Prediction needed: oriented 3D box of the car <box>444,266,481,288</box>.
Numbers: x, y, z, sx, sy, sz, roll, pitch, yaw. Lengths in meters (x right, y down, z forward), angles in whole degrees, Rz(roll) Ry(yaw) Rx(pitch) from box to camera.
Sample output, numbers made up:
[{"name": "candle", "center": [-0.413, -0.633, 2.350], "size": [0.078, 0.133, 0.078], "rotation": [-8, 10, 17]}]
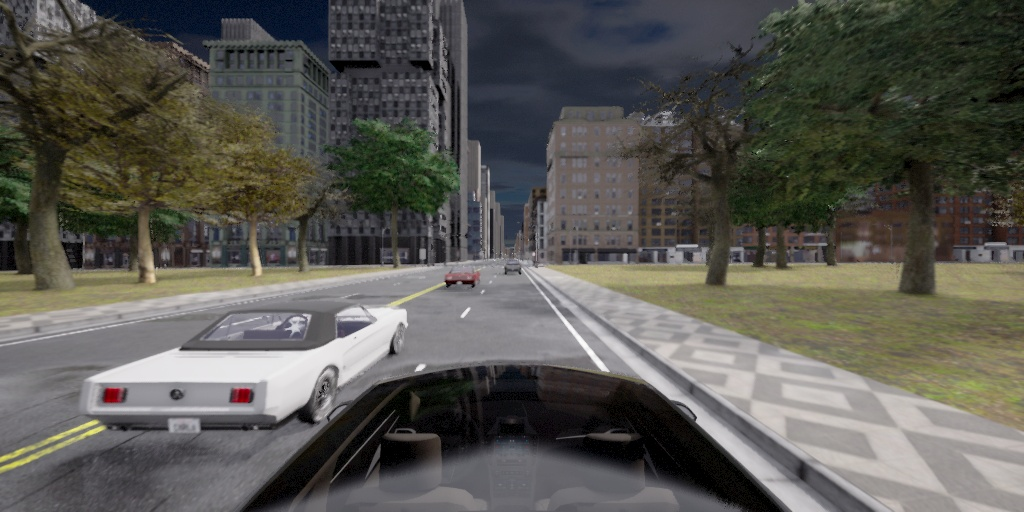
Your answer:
[{"name": "car", "center": [-3.156, 1.345, 23.780], "size": [1.895, 1.301, 4.718], "rotation": [0, 0, 0]}]

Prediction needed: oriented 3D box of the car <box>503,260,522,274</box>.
[{"name": "car", "center": [0.093, 1.244, 40.282], "size": [2.128, 1.511, 4.902], "rotation": [0, 0, 0]}]

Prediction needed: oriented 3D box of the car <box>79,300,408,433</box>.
[{"name": "car", "center": [-3.151, 1.349, 5.676], "size": [1.895, 1.301, 4.718], "rotation": [0, 0, 0]}]
